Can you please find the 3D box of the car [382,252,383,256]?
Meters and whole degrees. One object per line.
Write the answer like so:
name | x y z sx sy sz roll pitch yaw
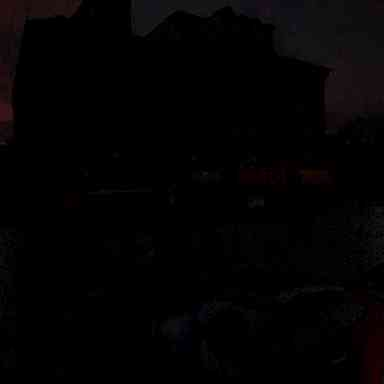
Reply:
car | 5.011 1.478 6.394 4.403 1.369 2.008 -1 -1 -35

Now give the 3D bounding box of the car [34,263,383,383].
car | 0.569 1.560 3.233 4.206 1.307 1.802 -1 -1 -35
